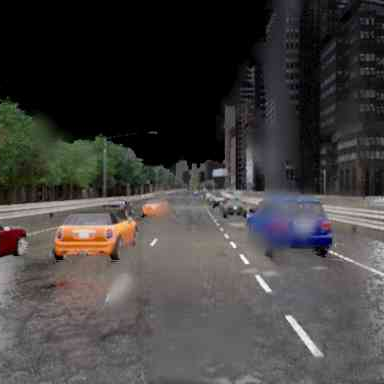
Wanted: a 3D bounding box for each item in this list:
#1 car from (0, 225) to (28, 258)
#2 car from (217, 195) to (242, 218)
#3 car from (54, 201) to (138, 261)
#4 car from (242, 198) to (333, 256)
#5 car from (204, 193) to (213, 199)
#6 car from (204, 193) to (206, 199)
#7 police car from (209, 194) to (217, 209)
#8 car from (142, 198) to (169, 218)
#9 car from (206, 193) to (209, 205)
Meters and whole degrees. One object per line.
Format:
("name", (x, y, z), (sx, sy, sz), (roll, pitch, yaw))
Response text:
("car", (-6.885, 1.503, 10.065), (1.882, 1.535, 5.008), (0, 0, 0))
("car", (3.709, 1.375, 30.559), (2.097, 1.767, 4.553), (0, 0, 0))
("car", (-3.379, 1.381, 12.553), (2.097, 1.767, 4.553), (0, 0, 0))
("car", (3.623, 1.252, 13.307), (2.150, 2.045, 5.566), (0, 0, 0))
("car", (4.357, 1.153, 89.002), (2.163, 1.488, 4.792), (0, 1, 1))
("car", (3.989, 1.424, 67.041), (1.837, 1.490, 4.892), (0, 0, 1))
("police car", (3.725, 1.408, 45.211), (1.930, 1.638, 5.238), (0, 0, 1))
("car", (-3.289, 1.371, 30.986), (2.097, 1.767, 4.553), (0, 0, 0))
("car", (3.844, 1.305, 56.041), (2.097, 1.767, 4.553), (0, 0, 1))
